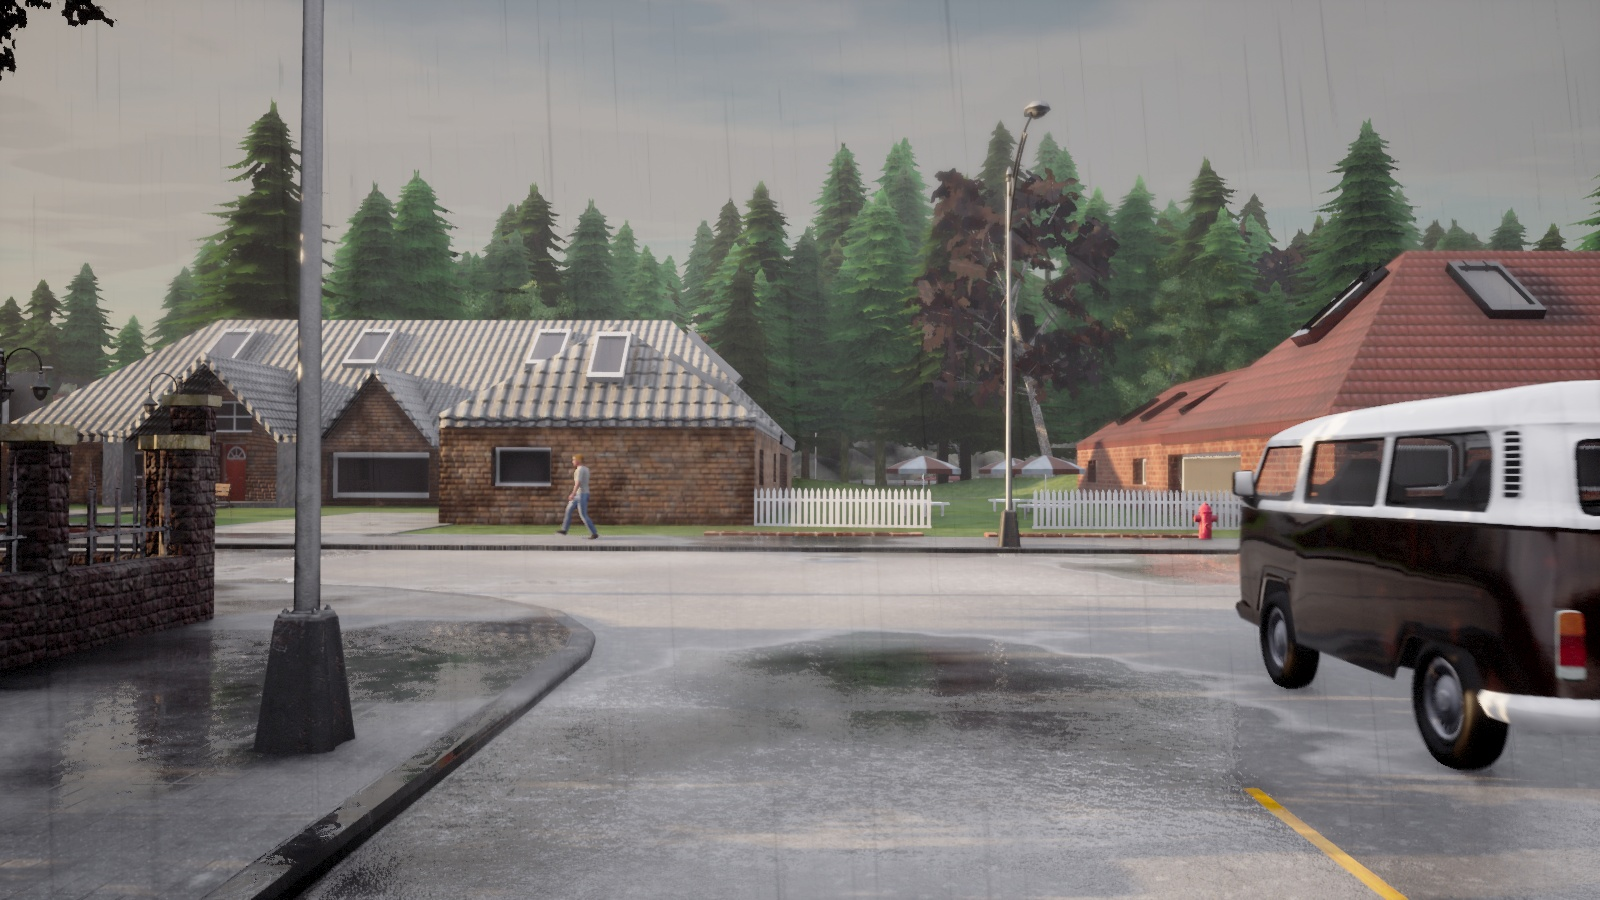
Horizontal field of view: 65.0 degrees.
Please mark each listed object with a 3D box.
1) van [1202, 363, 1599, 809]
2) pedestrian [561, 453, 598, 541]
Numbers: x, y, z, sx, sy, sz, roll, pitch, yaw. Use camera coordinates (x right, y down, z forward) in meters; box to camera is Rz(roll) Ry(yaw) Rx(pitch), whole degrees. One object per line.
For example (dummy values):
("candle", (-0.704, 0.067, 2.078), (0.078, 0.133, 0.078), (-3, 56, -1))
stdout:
("van", (4.270, 0.655, 7.982), (2.069, 2.038, 4.480), (0, -1, 1))
("pedestrian", (-4.615, 0.982, 26.328), (0.706, 1.836, 0.354), (0, -1, 1))
